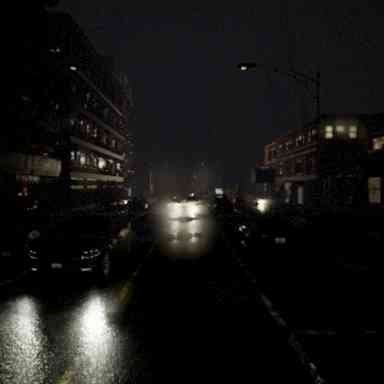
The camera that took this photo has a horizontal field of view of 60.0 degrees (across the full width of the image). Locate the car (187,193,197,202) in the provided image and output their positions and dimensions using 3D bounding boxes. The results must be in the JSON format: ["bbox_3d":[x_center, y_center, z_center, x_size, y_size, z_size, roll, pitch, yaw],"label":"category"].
[{"bbox_3d":[0.013,1.063,62.441,2.128,1.511,4.902,0,0,0],"label":"car"}]

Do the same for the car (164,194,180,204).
[{"bbox_3d":[-3.049,1.190,54.504,1.994,1.385,4.181,0,0,0],"label":"car"}]

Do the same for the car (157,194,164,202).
[{"bbox_3d":[-5.687,1.110,63.272,1.887,1.381,4.507,-1,0,0],"label":"car"}]

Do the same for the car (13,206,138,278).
[{"bbox_3d":[-3.099,1.408,10.118,1.882,1.535,5.008,0,0,0],"label":"car"}]

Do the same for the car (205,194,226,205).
[{"bbox_3d":[2.684,1.076,34.853,2.192,1.841,5.009,-1,0,0],"label":"car"}]

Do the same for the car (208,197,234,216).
[{"bbox_3d":[2.686,1.366,29.178,1.947,1.339,4.313,-1,0,0],"label":"car"}]

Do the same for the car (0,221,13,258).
[{"bbox_3d":[-5.699,1.521,6.499,1.947,1.339,4.313,-1,0,0],"label":"car"}]

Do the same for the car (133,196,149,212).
[{"bbox_3d":[-5.694,1.201,34.884,1.967,1.590,4.097,-1,0,0],"label":"car"}]

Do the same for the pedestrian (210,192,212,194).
[{"bbox_3d":[3.011,0.929,53.189,0.375,1.860,0.375,-1,1,-3],"label":"pedestrian"}]

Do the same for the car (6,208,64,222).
[{"bbox_3d":[-5.699,1.356,12.175,1.967,1.590,4.097,-1,0,0],"label":"car"}]

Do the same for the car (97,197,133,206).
[{"bbox_3d":[-5.697,1.279,23.530,1.967,1.590,4.097,-1,0,0],"label":"car"}]

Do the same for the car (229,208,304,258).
[{"bbox_3d":[2.683,1.482,12.145,1.947,1.339,4.313,-1,0,0],"label":"car"}]

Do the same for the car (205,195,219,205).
[{"bbox_3d":[3.010,1.161,50.255,1.837,1.490,4.892,0,0,0],"label":"car"}]

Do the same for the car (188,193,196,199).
[{"bbox_3d":[0.016,0.927,78.207,1.994,1.385,4.181,0,0,0],"label":"car"}]
